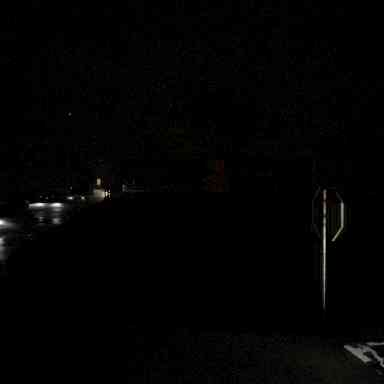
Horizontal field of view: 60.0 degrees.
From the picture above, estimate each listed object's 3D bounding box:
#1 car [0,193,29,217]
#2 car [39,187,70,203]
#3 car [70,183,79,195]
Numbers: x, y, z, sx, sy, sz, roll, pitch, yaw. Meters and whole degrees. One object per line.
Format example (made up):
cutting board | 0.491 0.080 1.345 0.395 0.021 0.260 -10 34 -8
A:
car | -12.332 0.778 21.793 2.033 1.411 5.357 0 2 -10
car | -14.500 0.299 34.692 1.837 1.490 4.892 0 2 -9
car | -16.994 -0.546 50.050 2.097 1.767 4.553 0 2 -10
